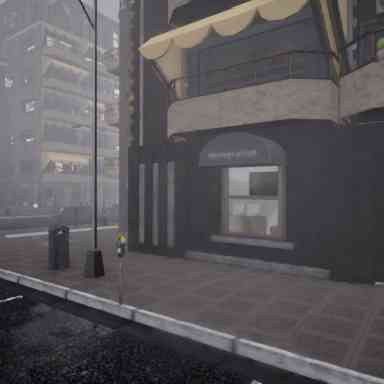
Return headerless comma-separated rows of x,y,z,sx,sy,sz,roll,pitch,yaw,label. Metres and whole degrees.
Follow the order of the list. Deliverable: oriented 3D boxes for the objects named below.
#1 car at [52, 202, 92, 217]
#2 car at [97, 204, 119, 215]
-12.743,1.821,35.295,1.967,1.590,4.097,-1,-1,35,car
-9.459,2.064,39.919,1.802,1.307,4.206,-1,-1,35,car
